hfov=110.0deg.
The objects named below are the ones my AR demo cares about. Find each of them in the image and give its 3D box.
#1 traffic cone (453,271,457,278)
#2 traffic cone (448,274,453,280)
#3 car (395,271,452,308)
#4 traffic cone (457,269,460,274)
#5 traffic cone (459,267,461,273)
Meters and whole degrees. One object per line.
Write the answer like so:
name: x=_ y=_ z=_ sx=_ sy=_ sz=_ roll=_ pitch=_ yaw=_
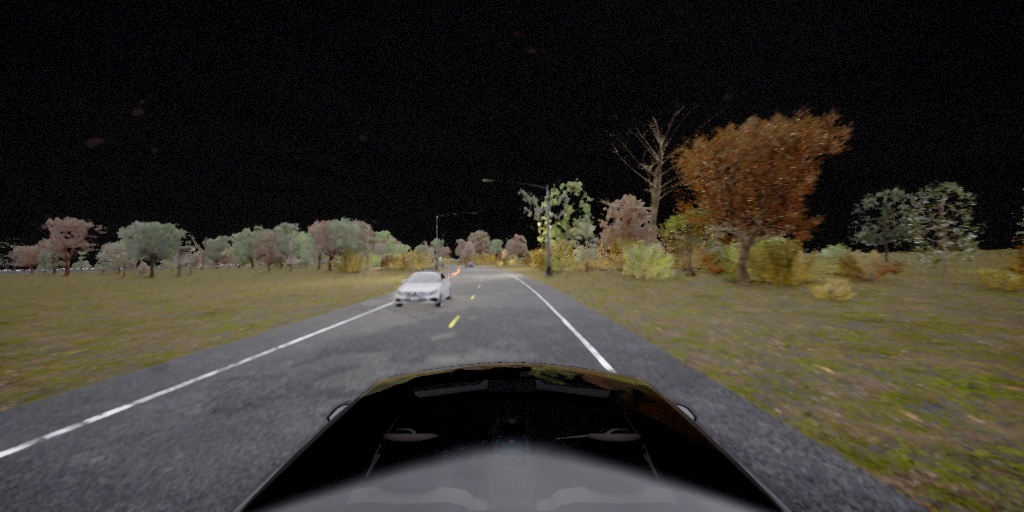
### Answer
traffic cone: x=-6.376 y=2.031 z=38.808 sx=0.340 sy=0.580 sz=0.340 roll=0 pitch=0 yaw=-5
traffic cone: x=-5.995 y=1.985 z=33.858 sx=0.340 sy=0.580 sz=0.340 roll=0 pitch=0 yaw=-4
car: x=-3.827 y=1.403 z=16.165 sx=1.812 sy=1.442 sz=4.674 roll=0 pitch=0 yaw=-2
traffic cone: x=-6.812 y=2.079 z=43.752 sx=0.340 sy=0.580 sz=0.340 roll=0 pitch=0 yaw=-5
traffic cone: x=-7.305 y=2.130 z=48.693 sx=0.340 sy=0.580 sz=0.340 roll=0 pitch=0 yaw=-6
